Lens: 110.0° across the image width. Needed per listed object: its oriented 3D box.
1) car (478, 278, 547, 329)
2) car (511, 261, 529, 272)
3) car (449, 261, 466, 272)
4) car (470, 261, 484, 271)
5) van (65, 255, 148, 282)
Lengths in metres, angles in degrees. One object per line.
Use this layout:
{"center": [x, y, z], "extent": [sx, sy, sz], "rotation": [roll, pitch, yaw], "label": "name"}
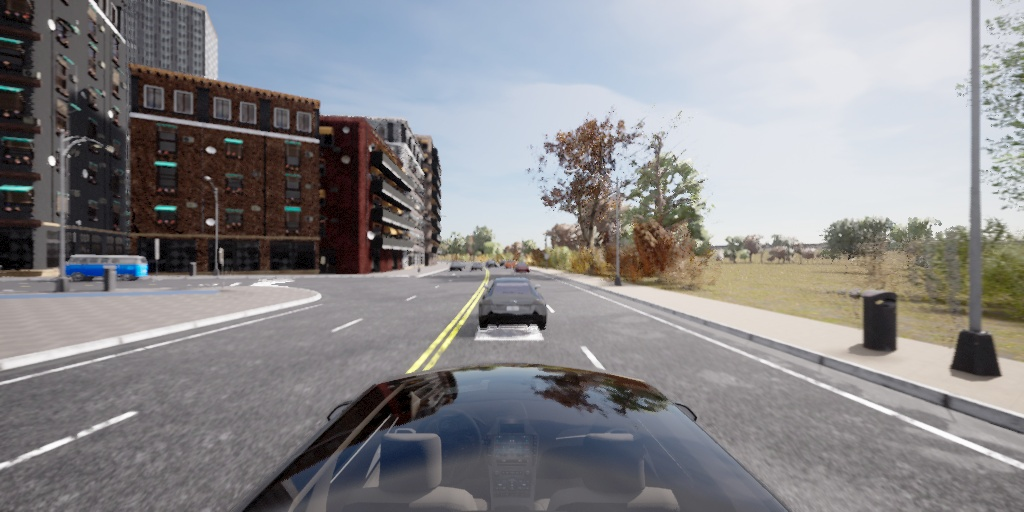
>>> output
{"center": [-0.001, 1.390, 11.612], "extent": [1.994, 1.385, 4.181], "rotation": [0, 0, -1], "label": "car"}
{"center": [1.379, 1.695, 53.060], "extent": [1.994, 1.385, 4.181], "rotation": [0, 0, -4], "label": "car"}
{"center": [-8.822, 1.648, 56.761], "extent": [1.882, 1.535, 5.008], "rotation": [0, 0, -4], "label": "car"}
{"center": [-5.593, 1.673, 57.138], "extent": [1.837, 1.490, 4.892], "rotation": [0, 0, -4], "label": "car"}
{"center": [-28.118, 0.842, 24.905], "extent": [3.998, 1.789, 1.690], "rotation": [0, 0, -31], "label": "van"}
